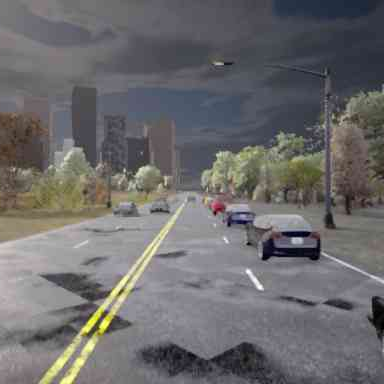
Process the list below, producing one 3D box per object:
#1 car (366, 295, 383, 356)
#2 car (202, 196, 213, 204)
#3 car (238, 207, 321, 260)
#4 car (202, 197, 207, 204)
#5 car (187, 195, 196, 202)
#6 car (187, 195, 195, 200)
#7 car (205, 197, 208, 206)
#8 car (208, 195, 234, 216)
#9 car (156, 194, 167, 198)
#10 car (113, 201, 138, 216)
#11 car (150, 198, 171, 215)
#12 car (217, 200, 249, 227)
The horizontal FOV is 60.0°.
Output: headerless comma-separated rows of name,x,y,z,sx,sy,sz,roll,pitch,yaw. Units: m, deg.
car,3.352,1.611,2.500,1.895,1.301,4.718,0,0,0
car,3.106,1.683,67.668,2.163,1.488,4.792,0,0,0
car,3.255,1.553,12.635,2.163,1.488,4.792,0,0,0
car,3.140,1.641,56.635,1.882,1.535,5.008,0,0,0
car,-0.177,1.581,78.207,2.128,1.511,4.902,0,0,0
car,-0.229,1.531,94.763,2.128,1.511,4.902,0,0,0
car,3.177,1.739,45.661,1.895,1.301,4.718,0,0,0
car,3.211,1.340,34.657,2.150,2.045,5.566,0,0,0
car,-6.667,1.414,74.368,2.150,2.045,5.566,0,0,0
car,-6.635,1.648,33.668,1.812,1.442,4.674,0,0,0
car,-3.387,1.692,36.114,1.994,1.385,4.181,0,0,0
car,3.245,1.593,23.654,2.163,1.488,4.792,0,0,0
